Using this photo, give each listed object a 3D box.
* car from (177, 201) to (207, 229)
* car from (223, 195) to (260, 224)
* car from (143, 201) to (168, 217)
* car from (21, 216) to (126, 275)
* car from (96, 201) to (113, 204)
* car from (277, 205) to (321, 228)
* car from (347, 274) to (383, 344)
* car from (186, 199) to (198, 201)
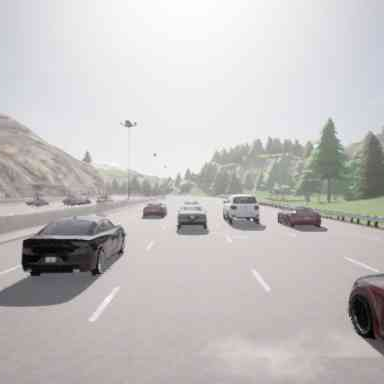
[{"bbox_3d":[0.003,1.524,21.546,2.033,1.411,5.357,0,0,0],"label":"car"},{"bbox_3d":[3.600,1.220,24.960,2.150,2.045,5.566,0,0,0],"label":"car"},{"bbox_3d":[-3.400,1.562,31.255,1.994,1.385,4.181,0,0,0],"label":"car"},{"bbox_3d":[-3.400,1.477,10.489,1.882,1.535,5.008,0,0,0],"label":"car"},{"bbox_3d":[-14.065,1.348,53.563,2.097,1.767,4.553,0,0,0],"label":"car"},{"bbox_3d":[7.099,1.563,22.448,1.994,1.385,4.181,0,0,0],"label":"car"},{"bbox_3d":[3.598,1.564,3.912,1.994,1.385,4.181,0,0,0],"label":"car"},{"bbox_3d":[-0.004,1.522,40.738,2.033,1.411,5.357,0,0,0],"label":"car"}]
